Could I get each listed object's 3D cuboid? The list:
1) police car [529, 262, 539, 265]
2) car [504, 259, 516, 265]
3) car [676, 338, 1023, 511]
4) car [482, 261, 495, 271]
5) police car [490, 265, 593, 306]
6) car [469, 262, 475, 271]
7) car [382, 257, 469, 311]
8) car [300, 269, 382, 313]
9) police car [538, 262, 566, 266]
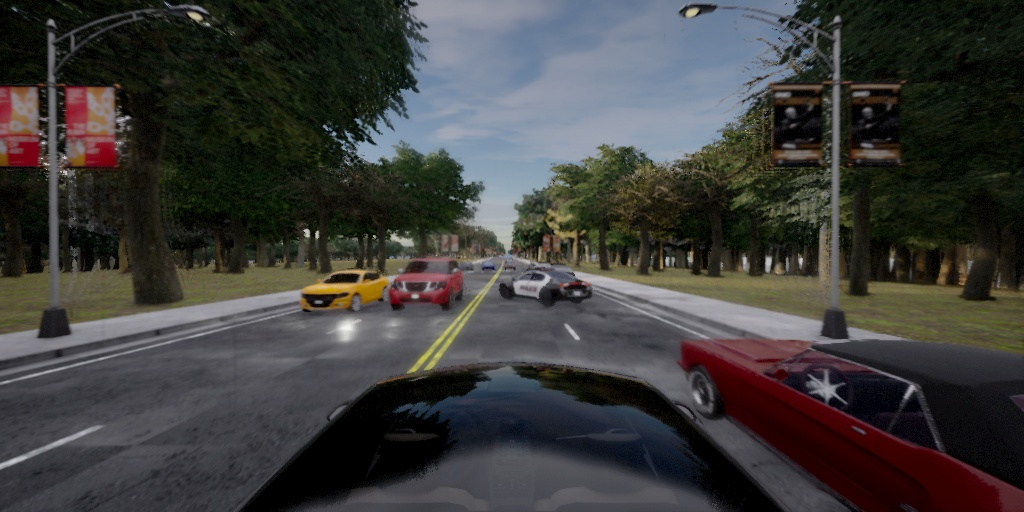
[{"bbox_3d":[3.139,1.371,36.068,1.930,1.638,5.238,0,0,0],"label":"police car"},{"bbox_3d":[-0.289,1.572,57.547,2.033,1.411,5.357,0,0,-1],"label":"car"},{"bbox_3d":[3.250,1.359,2.955,1.895,1.301,4.718,0,0,0],"label":"car"},{"bbox_3d":[-3.595,1.497,55.146,1.882,1.535,5.008,0,0,0],"label":"car"},{"bbox_3d":[1.280,1.353,16.585,2.038,1.542,4.974,0,0,-35],"label":"police car"},{"bbox_3d":[-6.840,1.567,55.142,2.033,1.411,5.357,0,0,0],"label":"car"},{"bbox_3d":[-3.367,1.062,15.222,2.150,2.045,5.566,0,0,0],"label":"car"},{"bbox_3d":[-6.616,1.315,14.750,1.882,1.535,5.008,0,0,0],"label":"car"},{"bbox_3d":[3.200,1.320,25.058,1.930,1.638,5.238,0,0,0],"label":"police car"}]
